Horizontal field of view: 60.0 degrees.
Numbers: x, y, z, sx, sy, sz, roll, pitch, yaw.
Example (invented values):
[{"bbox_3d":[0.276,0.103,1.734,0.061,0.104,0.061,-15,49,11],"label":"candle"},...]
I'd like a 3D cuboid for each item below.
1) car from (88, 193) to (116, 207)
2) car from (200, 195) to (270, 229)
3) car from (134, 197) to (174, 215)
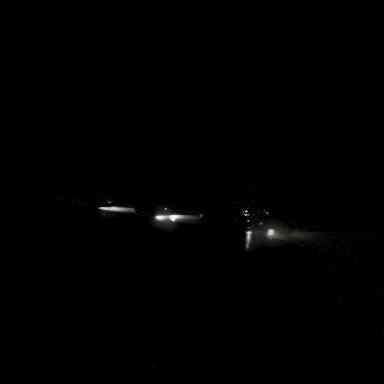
[{"bbox_3d":[-10.389,0.841,38.212,2.128,1.511,4.902,0,1,-35],"label":"car"},{"bbox_3d":[2.503,1.111,20.058,2.097,1.767,4.553,0,1,-35],"label":"car"},{"bbox_3d":[-3.231,1.141,28.127,1.994,1.385,4.181,0,1,-35],"label":"car"}]
